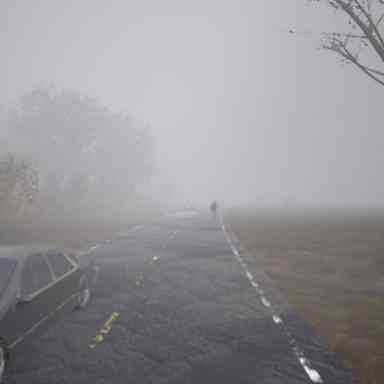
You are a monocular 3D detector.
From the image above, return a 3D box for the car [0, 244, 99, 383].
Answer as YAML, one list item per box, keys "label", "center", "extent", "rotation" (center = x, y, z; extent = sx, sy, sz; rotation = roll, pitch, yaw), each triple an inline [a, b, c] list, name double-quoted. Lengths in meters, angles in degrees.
- label: "car"
  center: [-3.038, 1.601, 5.255]
  extent: [2.033, 1.411, 5.357]
  rotation: [0, -1, 1]

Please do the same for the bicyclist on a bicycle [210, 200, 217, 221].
- label: "bicyclist on a bicycle"
  center: [1.883, 1.679, 28.832]
  extent: [0.659, 1.776, 1.843]
  rotation: [0, 0, 4]

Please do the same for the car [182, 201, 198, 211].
- label: "car"
  center: [-0.222, 2.013, 48.482]
  extent: [2.128, 1.511, 4.902]
  rotation: [0, -1, 7]

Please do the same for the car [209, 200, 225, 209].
- label: "car"
  center: [4.043, 2.180, 56.869]
  extent: [1.994, 1.385, 4.181]
  rotation: [0, -1, 8]

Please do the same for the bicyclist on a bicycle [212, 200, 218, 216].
- label: "bicyclist on a bicycle"
  center: [2.622, 1.779, 38.010]
  extent: [0.659, 1.776, 1.843]
  rotation: [0, 0, 5]
